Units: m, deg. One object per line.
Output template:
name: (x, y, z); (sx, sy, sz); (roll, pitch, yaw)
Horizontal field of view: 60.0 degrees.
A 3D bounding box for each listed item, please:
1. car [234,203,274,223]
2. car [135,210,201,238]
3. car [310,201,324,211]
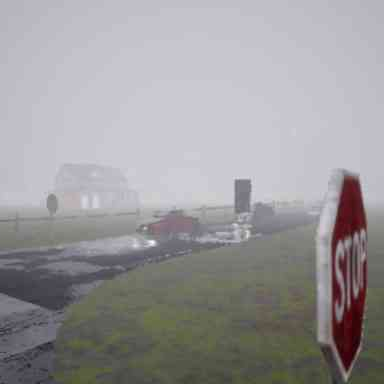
car: (5.360, 1.727, 28.350); (2.128, 1.511, 4.902); (-1, -1, 36)
car: (-1.290, 1.755, 19.153); (1.994, 1.385, 4.181); (-1, -1, 36)
car: (17.719, 1.880, 45.310); (2.033, 1.411, 5.357); (-1, -1, 36)
